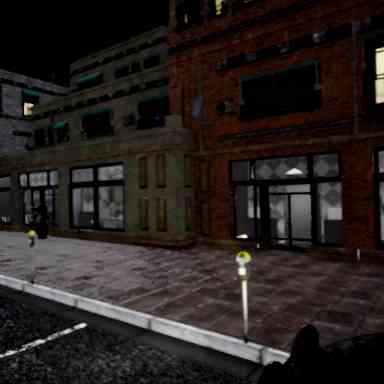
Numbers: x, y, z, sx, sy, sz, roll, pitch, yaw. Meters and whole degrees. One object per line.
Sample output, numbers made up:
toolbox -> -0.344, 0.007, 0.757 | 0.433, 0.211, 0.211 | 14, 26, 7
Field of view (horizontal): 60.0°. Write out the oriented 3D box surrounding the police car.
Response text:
police car -> 2.814, 1.405, 1.416 | 5.238, 1.638, 1.930 | -1, -1, 35
